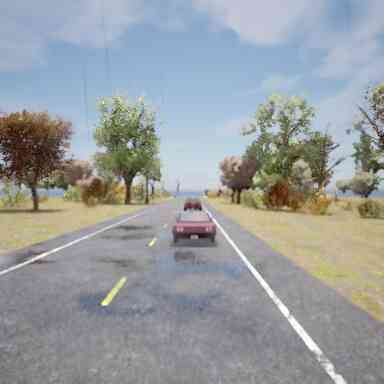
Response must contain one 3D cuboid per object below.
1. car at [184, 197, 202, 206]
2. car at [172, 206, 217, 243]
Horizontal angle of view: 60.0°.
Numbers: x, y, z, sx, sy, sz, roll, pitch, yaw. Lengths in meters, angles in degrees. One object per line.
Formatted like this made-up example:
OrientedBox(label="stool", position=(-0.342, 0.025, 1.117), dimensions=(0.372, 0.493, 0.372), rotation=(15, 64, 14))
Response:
OrientedBox(label="car", position=(0.107, 1.345, 39.973), dimensions=(2.097, 1.767, 4.553), rotation=(0, 0, 0))
OrientedBox(label="car", position=(0.104, 1.587, 16.079), dimensions=(1.895, 1.301, 4.718), rotation=(0, 0, 0))
